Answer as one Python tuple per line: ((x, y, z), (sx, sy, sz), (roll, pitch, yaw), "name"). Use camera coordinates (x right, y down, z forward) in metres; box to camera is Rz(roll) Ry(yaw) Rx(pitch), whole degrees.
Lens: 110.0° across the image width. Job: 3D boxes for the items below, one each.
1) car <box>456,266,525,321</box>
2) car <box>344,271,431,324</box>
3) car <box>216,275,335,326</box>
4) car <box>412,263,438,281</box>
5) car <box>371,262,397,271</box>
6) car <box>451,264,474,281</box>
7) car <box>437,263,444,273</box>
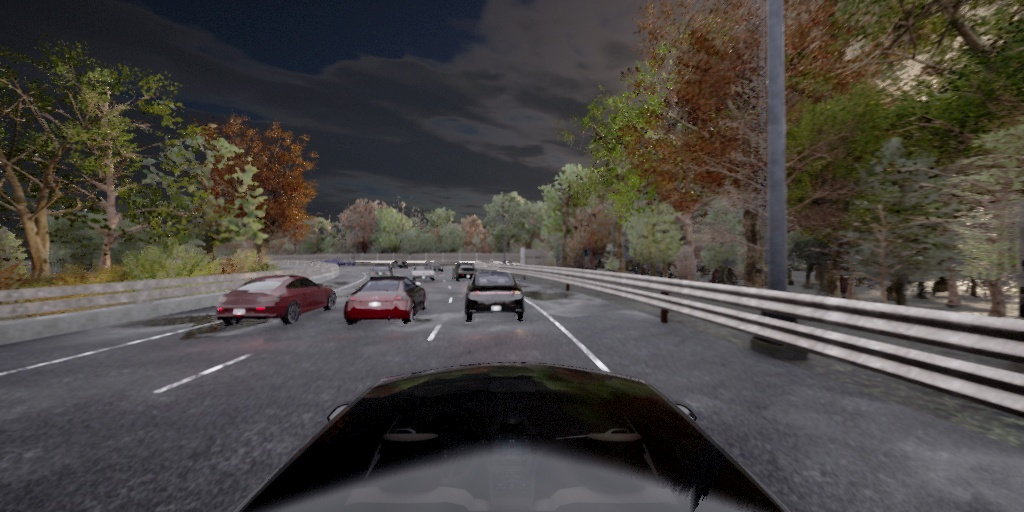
((-0.686, 1.294, 12.700), (2.128, 1.511, 4.902), (0, 0, -5), "car")
((-4.168, 1.378, 12.378), (1.994, 1.385, 4.181), (0, 0, -6), "car")
((-7.606, 1.351, 12.001), (1.812, 1.442, 4.674), (0, 0, -5), "car")
((-8.147, 1.522, 32.613), (1.895, 1.301, 4.718), (0, 0, -17), "car")
((-11.367, 1.474, 31.346), (2.033, 1.411, 5.357), (0, 0, -17), "car")
((-4.205, 1.406, 31.464), (1.837, 1.490, 4.892), (0, 0, -16), "car")
((-10.852, 1.607, 49.203), (1.895, 1.301, 4.718), (0, 0, -25), "car")
